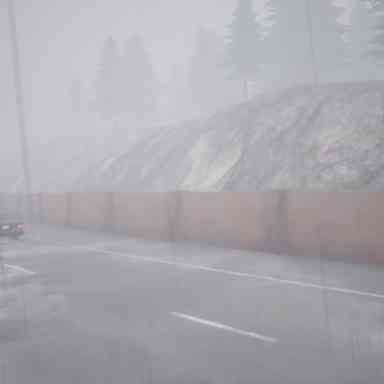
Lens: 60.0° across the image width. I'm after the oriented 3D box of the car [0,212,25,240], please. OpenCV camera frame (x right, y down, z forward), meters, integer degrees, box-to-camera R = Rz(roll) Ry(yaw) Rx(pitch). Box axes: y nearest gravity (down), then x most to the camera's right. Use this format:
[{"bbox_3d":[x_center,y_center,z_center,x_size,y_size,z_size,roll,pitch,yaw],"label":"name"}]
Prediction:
[{"bbox_3d":[-10.476,1.712,17.089,5.357,1.411,2.033,-1,-1,42],"label":"car"}]
